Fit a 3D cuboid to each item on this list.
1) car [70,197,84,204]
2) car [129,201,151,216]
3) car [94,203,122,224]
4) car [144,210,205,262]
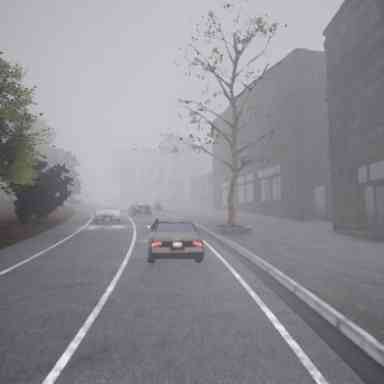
[{"bbox_3d":[-22.012,1.604,63.454,1.812,1.442,4.674,3,-1,-31],"label":"car"},{"bbox_3d":[-5.528,1.716,35.452,1.812,1.442,4.674,2,-1,-17],"label":"car"},{"bbox_3d":[-6.356,1.592,25.301,1.812,1.442,4.674,1,0,-13],"label":"car"},{"bbox_3d":[-0.691,1.602,12.299,2.033,1.411,5.357,1,0,-6],"label":"car"}]
